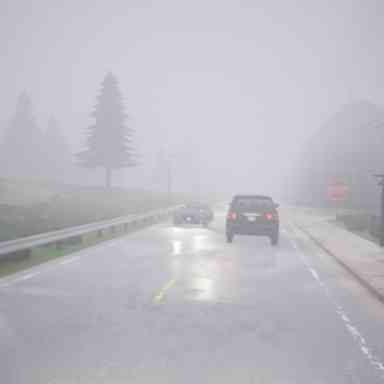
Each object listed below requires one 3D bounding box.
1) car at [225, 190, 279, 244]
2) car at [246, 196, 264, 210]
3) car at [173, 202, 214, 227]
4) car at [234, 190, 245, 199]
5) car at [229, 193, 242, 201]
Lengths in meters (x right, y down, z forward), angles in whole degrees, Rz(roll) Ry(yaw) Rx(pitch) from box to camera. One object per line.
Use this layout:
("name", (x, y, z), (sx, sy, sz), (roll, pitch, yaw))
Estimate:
("car", (2.833, 1.087, 15.460), (2.150, 2.045, 5.566), (1, 1, 11))
("car", (7.205, 1.200, 38.018), (1.812, 1.442, 4.674), (1, 1, 11))
("car", (0.186, 1.316, 20.492), (1.994, 1.385, 4.181), (1, 1, 11))
("car", (11.167, 0.488, 77.433), (2.150, 2.045, 5.566), (1, 1, 11))
("car", (8.174, 0.940, 62.052), (2.033, 1.411, 5.357), (1, 1, 12))
